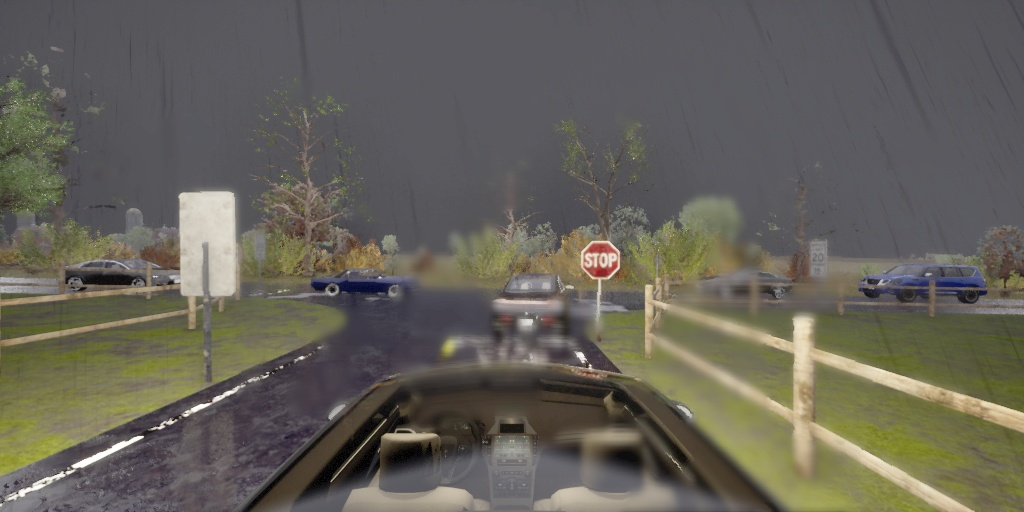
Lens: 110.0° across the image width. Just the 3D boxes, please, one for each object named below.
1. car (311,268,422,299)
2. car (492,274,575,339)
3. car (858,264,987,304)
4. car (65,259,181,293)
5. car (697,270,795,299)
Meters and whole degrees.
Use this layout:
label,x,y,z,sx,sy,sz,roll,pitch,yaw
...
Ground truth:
label,x,y,z,sx,sy,sz,roll,pitch,yaw
car,-6.817,1.256,17.190,4.718,1.301,1.895,1,1,0
car,0.709,1.244,10.156,2.128,1.511,4.902,0,0,9
car,22.906,1.476,20.096,5.566,2.045,2.150,1,1,0
car,-18.485,0.893,17.211,4.902,1.511,2.128,1,1,0
car,13.010,1.534,20.110,4.902,1.511,2.128,1,1,0
